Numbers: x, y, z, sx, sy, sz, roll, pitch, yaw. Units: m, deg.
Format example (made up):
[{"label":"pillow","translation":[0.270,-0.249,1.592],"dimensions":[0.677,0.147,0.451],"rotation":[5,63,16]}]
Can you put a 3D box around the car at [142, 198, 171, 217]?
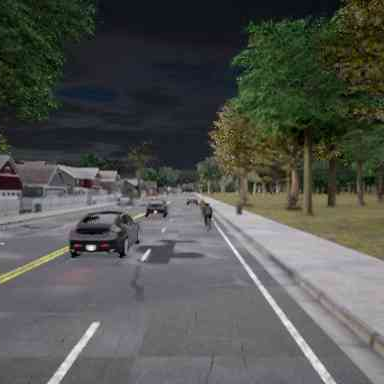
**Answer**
[{"label":"car","translation":[-3.151,1.454,31.041],"dimensions":[1.837,1.490,4.892],"rotation":[0,0,0]}]

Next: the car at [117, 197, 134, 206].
[{"label":"car","translation":[-9.827,1.453,49.409],"dimensions":[1.812,1.442,4.674],"rotation":[0,0,0]}]

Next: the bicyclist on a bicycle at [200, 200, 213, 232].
[{"label":"bicyclist on a bicycle","translation":[0.896,1.422,18.201],"dimensions":[0.582,1.620,1.656],"rotation":[0,0,0]}]

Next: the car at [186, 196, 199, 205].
[{"label":"car","translation":[0.077,1.443,56.844],"dimensions":[1.812,1.442,4.674],"rotation":[0,0,0]}]

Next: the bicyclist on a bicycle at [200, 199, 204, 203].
[{"label":"bicyclist on a bicycle","translation":[0.896,1.407,27.206],"dimensions":[0.582,1.620,1.656],"rotation":[0,0,0]}]

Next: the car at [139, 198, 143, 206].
[{"label":"car","translation":[-6.579,1.529,48.742],"dimensions":[1.895,1.301,4.718],"rotation":[0,0,0]}]

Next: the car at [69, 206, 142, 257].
[{"label":"car","translation":[-3.149,1.483,12.796],"dimensions":[1.837,1.490,4.892],"rotation":[0,0,0]}]

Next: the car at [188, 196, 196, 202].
[{"label":"car","translation":[-0.001,1.491,74.773],"dimensions":[1.895,1.301,4.718],"rotation":[0,0,0]}]
